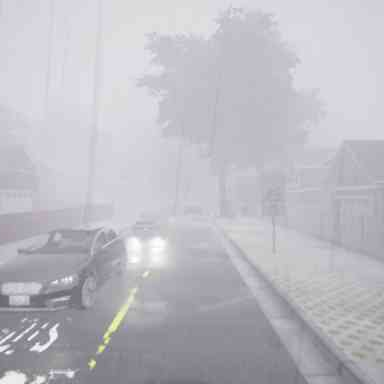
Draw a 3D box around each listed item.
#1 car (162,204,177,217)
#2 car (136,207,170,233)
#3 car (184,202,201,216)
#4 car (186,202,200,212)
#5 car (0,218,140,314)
[{"bbox_3d":[-2.708,2.107,38.091,2.033,1.411,5.357,-1,-1,1],"label":"car"},{"bbox_3d":[-2.795,1.961,22.284,1.895,1.301,4.718,-1,-1,0],"label":"car"},{"bbox_3d":[0.103,2.025,39.821,1.882,1.535,5.008,-1,-1,0],"label":"car"},{"bbox_3d":[0.139,2.224,50.544,1.994,1.385,4.181,-1,-1,0],"label":"car"},{"bbox_3d":[-2.899,1.642,8.215,2.128,1.511,4.902,-1,-1,2],"label":"car"}]
